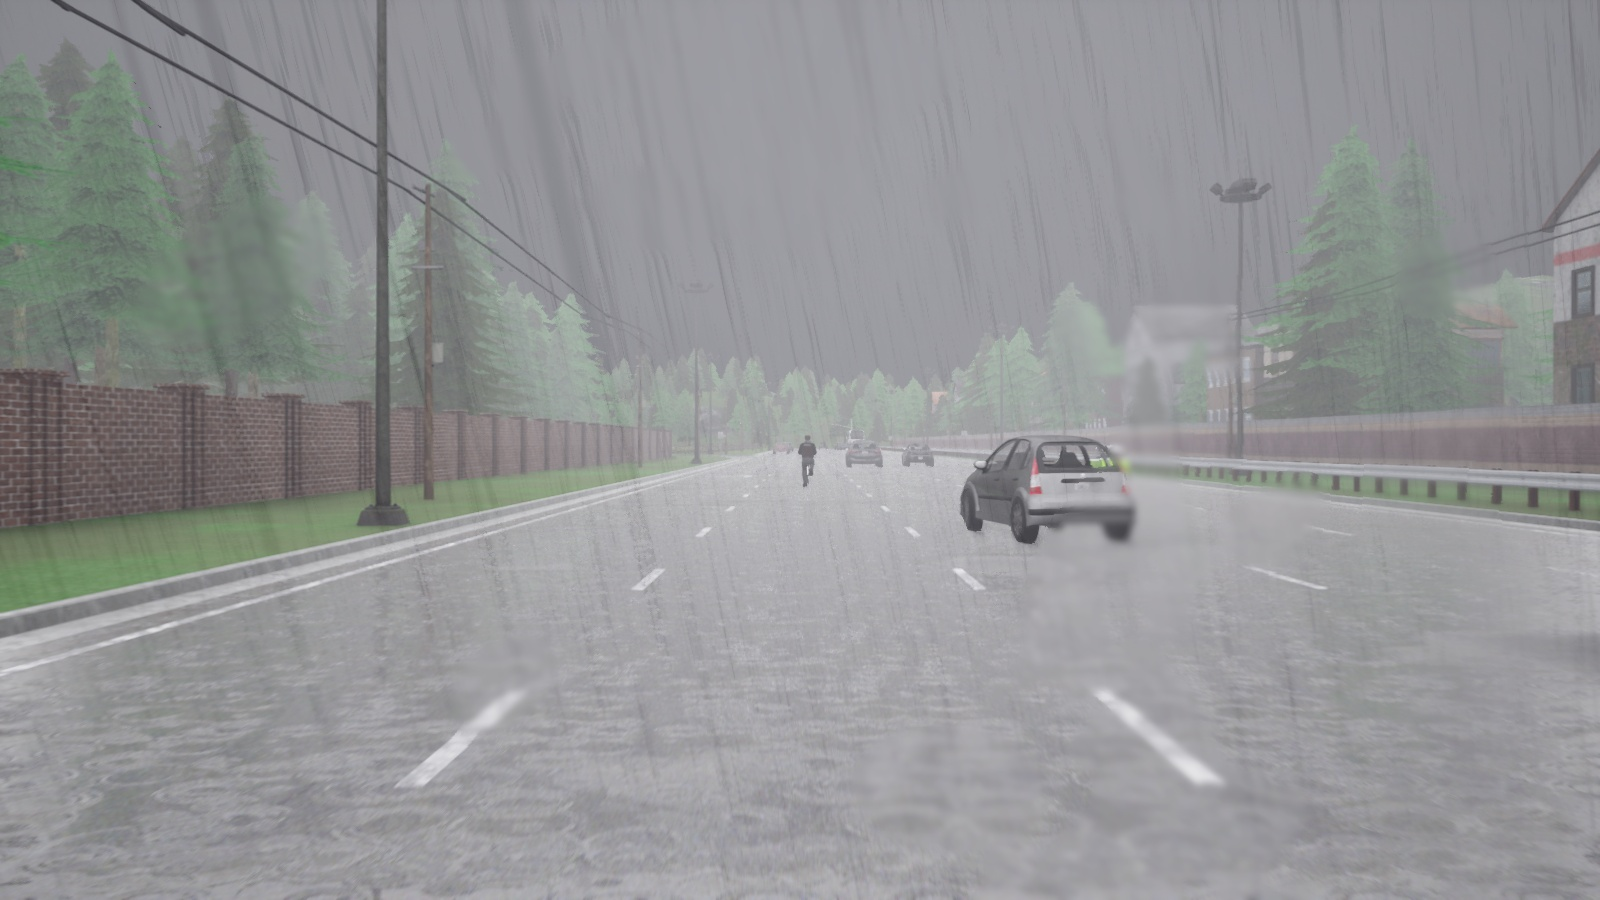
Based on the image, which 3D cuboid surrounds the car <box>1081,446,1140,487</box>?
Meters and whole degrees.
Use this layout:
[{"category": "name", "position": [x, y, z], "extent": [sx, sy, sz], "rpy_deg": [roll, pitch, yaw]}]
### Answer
[{"category": "car", "position": [10.765, 0.564, 43.635], "extent": [1.481, 1.376, 2.207], "rpy_deg": [0, 1, 0]}]

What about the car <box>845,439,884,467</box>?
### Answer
[{"category": "car", "position": [3.962, 0.154, 78.153], "extent": [2.242, 1.667, 4.611], "rpy_deg": [0, 0, 0]}]

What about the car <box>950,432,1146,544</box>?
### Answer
[{"category": "car", "position": [3.845, 0.534, 20.188], "extent": [1.851, 1.617, 3.988], "rpy_deg": [0, 0, -8]}]

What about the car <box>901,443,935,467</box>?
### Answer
[{"category": "car", "position": [7.471, 0.317, 79.785], "extent": [1.816, 1.474, 4.193], "rpy_deg": [0, 0, 0]}]
